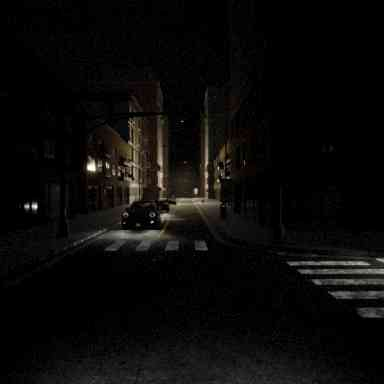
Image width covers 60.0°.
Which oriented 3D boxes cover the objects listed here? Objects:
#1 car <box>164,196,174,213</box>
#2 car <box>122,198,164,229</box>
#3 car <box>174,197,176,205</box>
[{"bbox_3d":[-3.431,1.477,37.103,2.128,1.511,4.902,0,0,-1],"label":"car"},{"bbox_3d":[-3.189,1.349,21.640,2.097,1.767,4.553,0,0,-1],"label":"car"},{"bbox_3d":[-3.623,1.479,56.179,1.882,1.535,5.008,0,0,-1],"label":"car"}]
